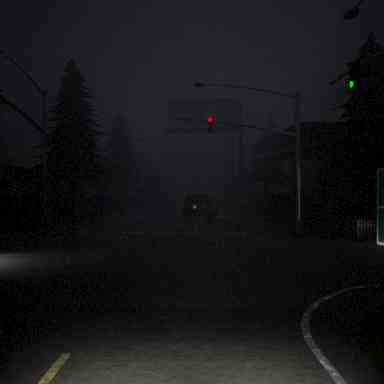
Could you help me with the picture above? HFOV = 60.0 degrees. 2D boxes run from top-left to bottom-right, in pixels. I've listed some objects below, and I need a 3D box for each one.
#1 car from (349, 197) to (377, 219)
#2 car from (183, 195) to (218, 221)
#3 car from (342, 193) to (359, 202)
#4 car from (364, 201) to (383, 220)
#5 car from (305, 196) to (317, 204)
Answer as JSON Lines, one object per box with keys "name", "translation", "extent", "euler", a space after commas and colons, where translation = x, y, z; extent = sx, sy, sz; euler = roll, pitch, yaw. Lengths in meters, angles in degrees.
{"name": "car", "translation": [14.387, 1.505, 24.949], "extent": [3.866, 1.878, 1.905], "euler": [0, 0, 0]}
{"name": "car", "translation": [0.738, 1.239, 27.656], "extent": [2.150, 2.045, 5.566], "euler": [1, -1, 11]}
{"name": "car", "translation": [34.960, 1.490, 71.792], "extent": [2.007, 1.523, 4.514], "euler": [0, 0, 0]}
{"name": "car", "translation": [18.718, 1.672, 30.616], "extent": [4.611, 1.667, 2.242], "euler": [0, 0, 0]}
{"name": "car", "translation": [22.550, 1.553, 64.010], "extent": [1.970, 1.475, 3.806], "euler": [0, 0, 0]}
